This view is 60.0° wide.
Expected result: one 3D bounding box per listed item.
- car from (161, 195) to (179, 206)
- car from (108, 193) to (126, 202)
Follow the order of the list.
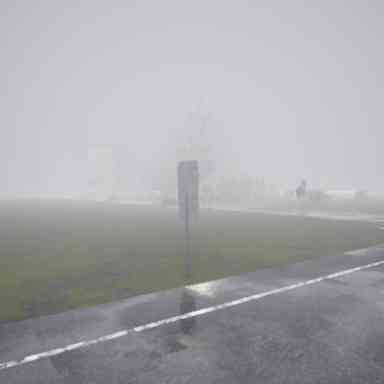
[{"bbox_3d":[-2.081,1.079,44.367,2.033,1.411,5.357,-1,1,-36],"label":"car"},{"bbox_3d":[-13.527,0.908,60.064,2.128,1.511,4.902,-1,1,-36],"label":"car"}]
